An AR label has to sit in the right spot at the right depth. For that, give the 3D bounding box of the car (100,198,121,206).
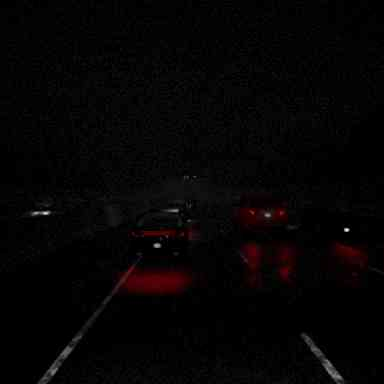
[{"bbox_3d":[-10.586,1.542,43.548,1.882,1.535,5.008,0,0,0],"label":"car"}]

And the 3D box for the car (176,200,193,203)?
[{"bbox_3d":[-1.051,1.513,22.516,1.812,1.442,4.674,0,0,0],"label":"car"}]

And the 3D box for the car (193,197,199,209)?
[{"bbox_3d":[0.004,1.632,47.558,2.033,1.411,5.357,0,0,0],"label":"car"}]

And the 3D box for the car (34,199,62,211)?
[{"bbox_3d":[-17.588,1.578,41.033,1.812,1.442,4.674,0,0,0],"label":"car"}]

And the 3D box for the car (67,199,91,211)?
[{"bbox_3d":[-14.089,1.582,41.848,1.812,1.442,4.674,0,0,0],"label":"car"}]

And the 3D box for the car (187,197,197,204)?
[{"bbox_3d":[-0.002,1.773,67.616,1.994,1.385,4.181,0,0,0],"label":"car"}]

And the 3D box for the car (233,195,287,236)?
[{"bbox_3d":[3.600,1.201,18.483,2.150,2.045,5.566,0,0,0],"label":"car"}]

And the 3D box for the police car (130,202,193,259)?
[{"bbox_3d":[-1.051,1.405,12.617,1.930,1.638,5.238,0,0,0],"label":"police car"}]

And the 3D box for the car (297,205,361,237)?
[{"bbox_3d":[7.099,1.484,17.681,1.837,1.490,4.892,0,0,0],"label":"car"}]

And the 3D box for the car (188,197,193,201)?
[{"bbox_3d":[-1.051,1.457,28.710,1.801,1.575,5.366,0,0,0],"label":"car"}]
